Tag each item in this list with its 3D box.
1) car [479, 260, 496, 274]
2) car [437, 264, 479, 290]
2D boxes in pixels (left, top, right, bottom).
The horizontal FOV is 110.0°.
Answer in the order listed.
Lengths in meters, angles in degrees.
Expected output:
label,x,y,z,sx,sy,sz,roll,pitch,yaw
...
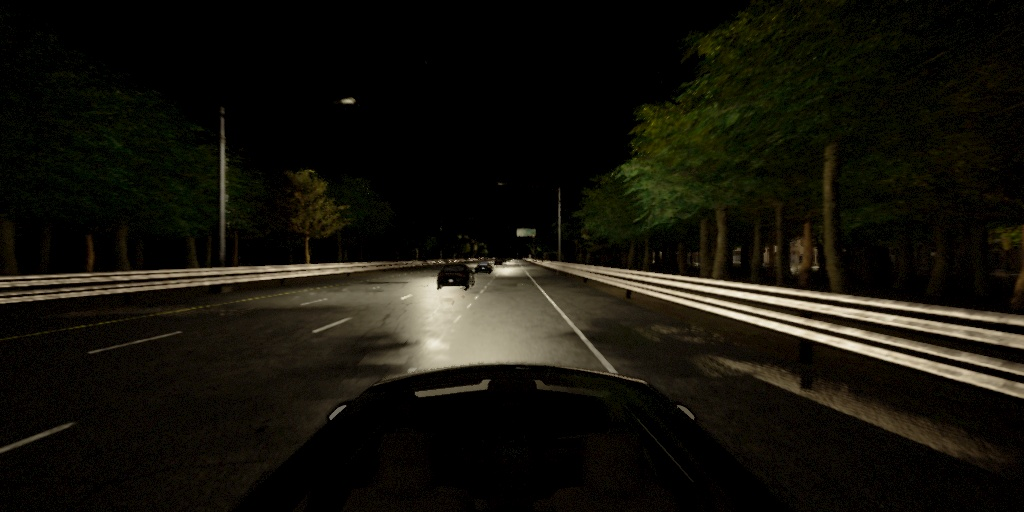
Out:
label,x,y,z,sx,sy,sz,roll,pitch,yaw
car,-3.400,1.414,44.005,1.994,1.385,4.181,0,0,0
car,-3.475,1.271,22.864,1.882,1.535,5.008,0,0,0
